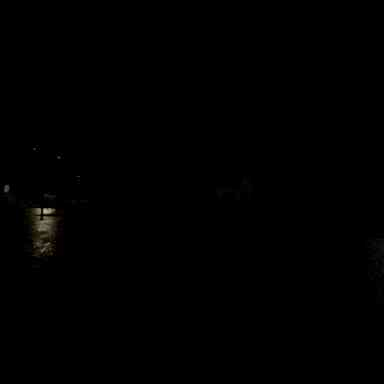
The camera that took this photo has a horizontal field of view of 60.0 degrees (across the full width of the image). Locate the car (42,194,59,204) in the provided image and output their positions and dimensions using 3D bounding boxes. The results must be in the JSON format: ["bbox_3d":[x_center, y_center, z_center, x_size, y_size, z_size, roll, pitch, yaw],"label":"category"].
[{"bbox_3d":[-20.768,0.980,48.554,2.128,1.511,4.902,-1,1,-35],"label":"car"}]
